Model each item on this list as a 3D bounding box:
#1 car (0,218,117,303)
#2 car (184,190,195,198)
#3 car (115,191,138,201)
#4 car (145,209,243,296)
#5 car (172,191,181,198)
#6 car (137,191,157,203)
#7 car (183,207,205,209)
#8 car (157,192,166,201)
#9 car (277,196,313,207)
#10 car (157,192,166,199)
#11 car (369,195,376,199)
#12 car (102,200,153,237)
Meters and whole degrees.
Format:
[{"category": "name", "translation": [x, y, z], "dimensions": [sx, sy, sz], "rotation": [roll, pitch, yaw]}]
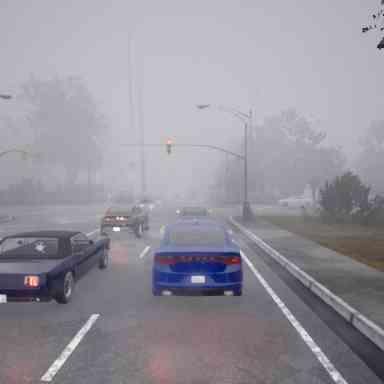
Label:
[{"category": "car", "translation": [-3.388, 1.573, 8.070], "dimensions": [1.895, 1.301, 4.718], "rotation": [0, 0, 0]}, {"category": "car", "translation": [-0.354, 0.419, 85.490], "dimensions": [2.150, 2.045, 5.566], "rotation": [0, 1, -4]}, {"category": "car", "translation": [-10.515, 0.812, 52.391], "dimensions": [2.150, 2.045, 5.566], "rotation": [0, 1, 1]}, {"category": "car", "translation": [0.113, 1.446, 8.617], "dimensions": [1.882, 1.535, 5.008], "rotation": [0, 0, 0]}, {"category": "car", "translation": [-3.851, 0.737, 85.355], "dimensions": [2.033, 1.411, 5.357], "rotation": [0, 1, -4]}, {"category": "car", "translation": [-6.876, 1.076, 51.549], "dimensions": [1.882, 1.535, 5.008], "rotation": [0, 0, -3]}, {"category": "car", "translation": [0.124, 1.458, 17.599], "dimensions": [1.994, 1.385, 4.181], "rotation": [0, 0, 0]}, {"category": "car", "translation": [-6.956, 1.017, 66.797], "dimensions": [1.994, 1.385, 4.181], "rotation": [0, 1, 0]}, {"category": "car", "translation": [13.283, 1.200, 42.851], "dimensions": [4.674, 1.442, 1.812], "rotation": [0, 1, -3]}, {"category": "car", "translation": [-7.064, 0.800, 77.306], "dimensions": [1.882, 1.535, 5.008], "rotation": [0, 1, -1]}, {"category": "car", "translation": [23.854, 1.174, 43.434], "dimensions": [4.892, 1.490, 1.837], "rotation": [0, 0, -3]}, {"category": "car", "translation": [-3.376, 1.402, 17.322], "dimensions": [1.837, 1.490, 4.892], "rotation": [0, 0, 0]}]
